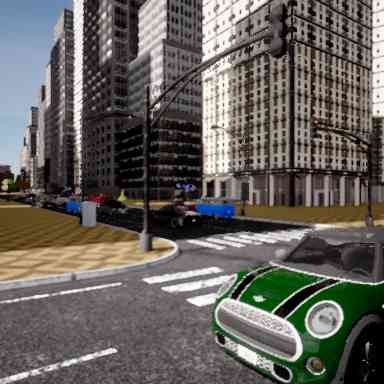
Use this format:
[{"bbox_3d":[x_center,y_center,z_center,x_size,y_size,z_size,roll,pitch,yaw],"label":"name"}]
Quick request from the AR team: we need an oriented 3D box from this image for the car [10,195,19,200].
[{"bbox_3d":[-42.290,1.312,79.101,1.802,1.307,4.206,1,0,-34],"label":"car"}]

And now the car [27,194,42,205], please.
[{"bbox_3d":[-23.672,1.434,51.568,2.008,1.369,4.403,1,0,-34],"label":"car"}]

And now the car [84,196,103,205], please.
[{"bbox_3d":[-16.731,1.449,56.264,1.887,1.381,4.507,0,0,-34],"label":"car"}]

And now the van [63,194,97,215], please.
[{"bbox_3d":[-11.260,1.324,33.215,1.690,1.788,3.998,0,0,-34],"label":"van"}]

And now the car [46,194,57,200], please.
[{"bbox_3d":[-35.443,1.276,83.937,1.752,1.417,4.829,1,0,-34],"label":"car"}]

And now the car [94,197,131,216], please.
[{"bbox_3d":[-7.629,1.528,32.465,1.812,1.442,4.674,0,0,-34],"label":"car"}]

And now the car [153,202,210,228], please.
[{"bbox_3d":[-0.997,1.618,22.652,1.994,1.385,4.181,0,0,-34],"label":"car"}]

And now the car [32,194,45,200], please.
[{"bbox_3d":[-39.129,1.250,84.579,2.128,1.511,4.902,0,0,-34],"label":"car"}]

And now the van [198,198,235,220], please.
[{"bbox_3d":[1.980,1.395,28.799,1.690,1.788,3.998,0,0,-34],"label":"van"}]

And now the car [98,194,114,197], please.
[{"bbox_3d":[-13.626,1.245,51.675,2.192,1.841,5.009,0,0,-34],"label":"car"}]

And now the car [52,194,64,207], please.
[{"bbox_3d":[-19.285,1.455,49.841,2.033,1.411,5.357,0,0,-34],"label":"car"}]

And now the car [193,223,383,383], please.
[{"bbox_3d":[2.504,1.406,5.347,4.553,1.767,2.097,1,-1,-35],"label":"car"}]

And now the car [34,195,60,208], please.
[{"bbox_3d":[-20.570,1.474,46.980,1.947,1.339,4.313,0,0,-34],"label":"car"}]

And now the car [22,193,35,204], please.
[{"bbox_3d":[-29.879,1.414,60.747,1.802,1.307,4.206,1,0,-34],"label":"car"}]
